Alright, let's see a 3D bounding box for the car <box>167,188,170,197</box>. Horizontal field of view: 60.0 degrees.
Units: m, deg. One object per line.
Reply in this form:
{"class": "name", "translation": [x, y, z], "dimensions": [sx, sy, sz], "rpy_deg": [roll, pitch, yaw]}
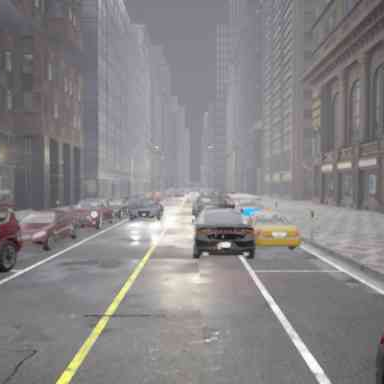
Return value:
{"class": "car", "translation": [-5.366, 0.289, 68.943], "dimensions": [1.967, 1.590, 4.097], "rpy_deg": [0, 1, 0]}

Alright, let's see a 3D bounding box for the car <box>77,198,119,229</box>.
{"class": "car", "translation": [-5.658, 1.121, 18.531], "dimensions": [1.967, 1.590, 4.097], "rpy_deg": [0, 1, 0]}

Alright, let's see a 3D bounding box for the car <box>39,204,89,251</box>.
{"class": "car", "translation": [-5.690, 1.357, 12.933], "dimensions": [1.802, 1.307, 4.206], "rpy_deg": [0, 1, 0]}

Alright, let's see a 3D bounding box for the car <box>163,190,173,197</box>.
{"class": "car", "translation": [-5.333, 0.302, 74.545], "dimensions": [1.887, 1.381, 4.507], "rpy_deg": [0, 1, 0]}

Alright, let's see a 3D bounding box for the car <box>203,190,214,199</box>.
{"class": "car", "translation": [3.126, 0.384, 63.303], "dimensions": [1.967, 1.590, 4.097], "rpy_deg": [0, 1, 0]}

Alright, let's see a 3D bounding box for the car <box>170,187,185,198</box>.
{"class": "car", "translation": [-2.653, 0.272, 64.606], "dimensions": [2.097, 1.767, 4.553], "rpy_deg": [0, 1, 1]}

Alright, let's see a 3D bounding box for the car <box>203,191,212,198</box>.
{"class": "car", "translation": [3.159, 0.434, 68.906], "dimensions": [1.802, 1.307, 4.206], "rpy_deg": [0, 1, 0]}

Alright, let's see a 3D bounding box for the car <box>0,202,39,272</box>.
{"class": "car", "translation": [-5.723, 1.186, 7.327], "dimensions": [2.192, 1.841, 5.009], "rpy_deg": [0, 1, 0]}

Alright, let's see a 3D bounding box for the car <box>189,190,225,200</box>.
{"class": "car", "translation": [1.025, 0.980, 21.714], "dimensions": [2.097, 1.767, 4.553], "rpy_deg": [0, 1, 0]}

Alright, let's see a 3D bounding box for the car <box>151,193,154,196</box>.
{"class": "car", "translation": [-5.560, 0.966, 35.337], "dimensions": [1.947, 1.339, 4.313], "rpy_deg": [0, 1, 0]}

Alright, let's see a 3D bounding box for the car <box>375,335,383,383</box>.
{"class": "car", "translation": [2.770, 1.409, 1.693], "dimensions": [1.967, 1.590, 4.097], "rpy_deg": [0, 1, 0]}

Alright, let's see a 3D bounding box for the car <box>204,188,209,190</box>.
{"class": "car", "translation": [2.996, 0.626, 40.897], "dimensions": [2.192, 1.841, 5.009], "rpy_deg": [0, 1, 0]}

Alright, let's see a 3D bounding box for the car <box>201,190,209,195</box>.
{"class": "car", "translation": [3.257, 0.122, 85.708], "dimensions": [1.887, 1.381, 4.507], "rpy_deg": [0, 1, 0]}

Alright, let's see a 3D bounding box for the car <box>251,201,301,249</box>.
{"class": "car", "translation": [2.836, 1.301, 13.067], "dimensions": [1.752, 1.417, 4.829], "rpy_deg": [0, 1, 0]}

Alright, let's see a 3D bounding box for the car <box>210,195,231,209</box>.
{"class": "car", "translation": [2.965, 0.985, 35.301], "dimensions": [1.802, 1.307, 4.206], "rpy_deg": [0, 1, 0]}

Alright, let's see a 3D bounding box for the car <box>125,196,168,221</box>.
{"class": "car", "translation": [-2.968, 1.177, 22.600], "dimensions": [1.994, 1.385, 4.181], "rpy_deg": [0, 1, 0]}

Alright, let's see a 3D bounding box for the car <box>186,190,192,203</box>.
{"class": "car", "translation": [0.279, 0.761, 45.415], "dimensions": [1.812, 1.442, 4.674], "rpy_deg": [0, 1, 0]}

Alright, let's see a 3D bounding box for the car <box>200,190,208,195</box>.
{"class": "car", "translation": [3.289, 0.031, 91.310], "dimensions": [1.887, 1.381, 4.507], "rpy_deg": [0, 1, 0]}

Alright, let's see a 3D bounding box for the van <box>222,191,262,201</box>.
{"class": "van", "translation": [2.867, 1.025, 18.495], "dimensions": [1.690, 1.788, 3.998], "rpy_deg": [0, 1, 0]}

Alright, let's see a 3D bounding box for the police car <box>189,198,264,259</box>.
{"class": "police car", "translation": [0.969, 1.221, 11.856], "dimensions": [1.930, 1.638, 5.238], "rpy_deg": [0, 1, 0]}

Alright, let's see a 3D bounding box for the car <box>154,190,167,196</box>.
{"class": "car", "translation": [-5.463, 0.668, 52.141], "dimensions": [1.887, 1.381, 4.507], "rpy_deg": [0, 1, 0]}

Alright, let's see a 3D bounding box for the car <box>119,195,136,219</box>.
{"class": "car", "translation": [-5.625, 1.137, 24.135], "dimensions": [2.008, 1.369, 4.403], "rpy_deg": [0, 1, 0]}

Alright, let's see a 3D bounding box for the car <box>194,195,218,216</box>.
{"class": "car", "translation": [1.061, 1.054, 27.745], "dimensions": [1.812, 1.442, 4.674], "rpy_deg": [0, 1, 0]}

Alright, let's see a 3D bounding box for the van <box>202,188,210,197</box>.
{"class": "van", "translation": [3.191, 0.102, 74.503], "dimensions": [1.690, 1.788, 3.998], "rpy_deg": [0, 1, 0]}

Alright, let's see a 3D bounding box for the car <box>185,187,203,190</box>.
{"class": "car", "translation": [0.341, 0.374, 58.442], "dimensions": [2.097, 1.767, 4.553], "rpy_deg": [0, 1, 0]}

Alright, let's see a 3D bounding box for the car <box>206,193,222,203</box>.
{"class": "car", "translation": [3.030, 0.784, 46.502], "dimensions": [1.947, 1.339, 4.313], "rpy_deg": [0, 1, 0]}

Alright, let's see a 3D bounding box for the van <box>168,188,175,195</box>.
{"class": "van", "translation": [-5.269, -0.085, 85.746], "dimensions": [1.690, 1.788, 3.998], "rpy_deg": [0, 1, 0]}
